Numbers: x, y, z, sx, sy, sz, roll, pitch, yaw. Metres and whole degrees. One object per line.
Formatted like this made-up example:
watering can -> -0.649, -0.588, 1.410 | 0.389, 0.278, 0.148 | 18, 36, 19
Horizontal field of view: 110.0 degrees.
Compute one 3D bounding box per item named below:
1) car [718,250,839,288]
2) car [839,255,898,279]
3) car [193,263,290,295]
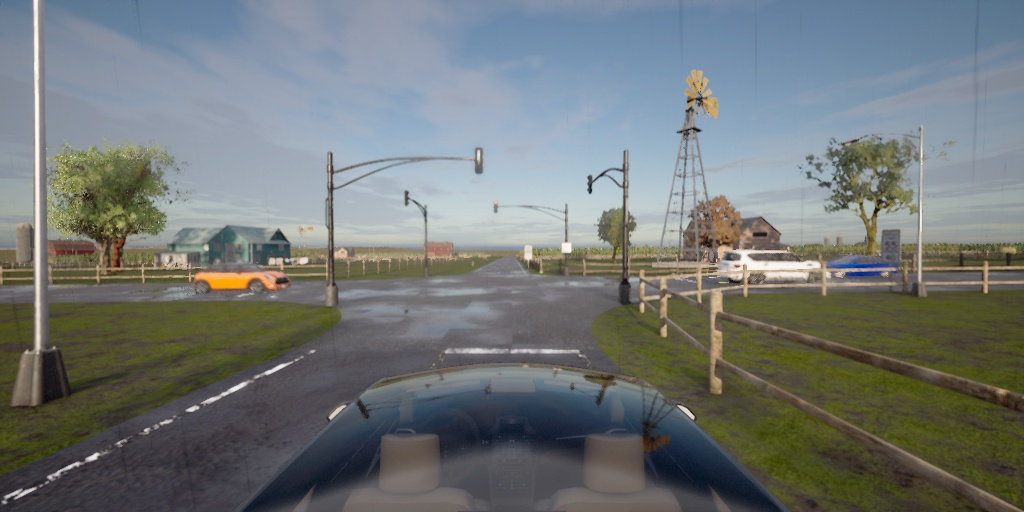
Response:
car -> 14.981, 0.676, 20.701 | 5.566, 2.045, 2.150 | -1, 1, 0
car -> 23.031, 0.723, 24.303 | 5.008, 1.535, 1.882 | -1, 1, 0
car -> -15.476, 1.201, 20.712 | 4.553, 1.767, 2.097 | -1, 1, 0
